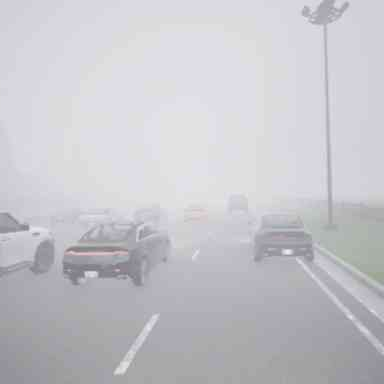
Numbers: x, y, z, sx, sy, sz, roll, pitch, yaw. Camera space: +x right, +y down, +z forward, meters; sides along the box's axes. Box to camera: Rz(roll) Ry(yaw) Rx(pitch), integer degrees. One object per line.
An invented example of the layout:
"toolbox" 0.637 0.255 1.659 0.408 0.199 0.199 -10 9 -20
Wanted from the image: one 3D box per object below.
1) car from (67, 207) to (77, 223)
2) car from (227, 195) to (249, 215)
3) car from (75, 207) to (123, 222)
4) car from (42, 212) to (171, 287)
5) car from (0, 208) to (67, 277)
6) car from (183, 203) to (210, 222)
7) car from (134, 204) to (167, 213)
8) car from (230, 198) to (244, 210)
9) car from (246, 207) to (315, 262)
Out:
"car" -10.076 1.977 28.106 1.994 1.385 4.181 -1 0 7
"car" 4.965 1.299 35.769 2.150 2.045 5.566 -2 0 8
"car" -6.860 1.919 25.699 1.895 1.301 4.718 -1 0 7
"car" -1.895 1.594 9.697 2.128 1.511 4.902 -1 0 7
"car" -5.620 1.410 8.239 2.150 2.045 5.566 -1 0 7
"car" 0.459 1.622 27.731 1.882 1.535 5.008 -1 0 7
"car" -3.230 1.722 26.489 2.128 1.511 4.902 -1 0 7
"car" 6.475 1.610 47.527 1.837 1.490 4.892 -1 0 8
"car" 3.076 1.496 12.051 1.837 1.490 4.892 -1 0 7
